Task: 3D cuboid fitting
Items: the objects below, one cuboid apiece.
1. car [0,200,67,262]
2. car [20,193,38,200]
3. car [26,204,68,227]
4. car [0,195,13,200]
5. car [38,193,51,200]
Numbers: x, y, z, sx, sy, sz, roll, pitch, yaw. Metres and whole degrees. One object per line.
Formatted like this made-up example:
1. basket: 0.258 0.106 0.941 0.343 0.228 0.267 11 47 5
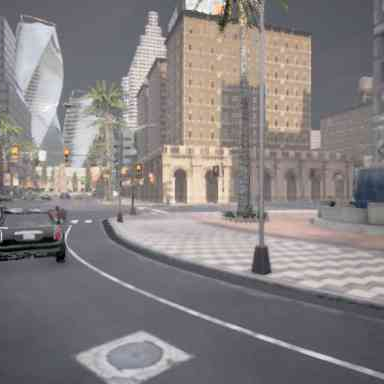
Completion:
1. car: -5.766 1.328 11.561 2.097 1.767 4.553 0 0 -29
2. car: -38.167 1.366 78.173 2.128 1.511 4.902 0 0 -17
3. car: -10.049 1.555 23.429 1.895 1.301 4.718 0 0 -13
4. car: -38.840 1.364 69.524 2.161 1.482 4.786 0 0 -18
5. car: -34.834 1.322 79.244 1.882 1.535 5.008 0 0 -17
